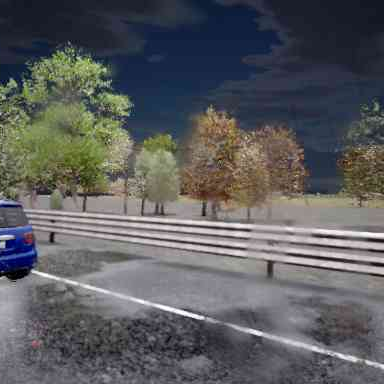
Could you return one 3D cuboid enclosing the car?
[{"bbox_3d":[-6.186,1.187,8.519,5.566,2.045,2.150,1,0,36],"label":"car"}]
